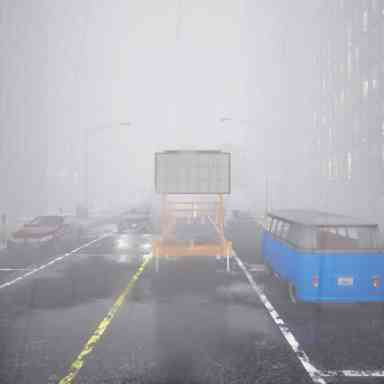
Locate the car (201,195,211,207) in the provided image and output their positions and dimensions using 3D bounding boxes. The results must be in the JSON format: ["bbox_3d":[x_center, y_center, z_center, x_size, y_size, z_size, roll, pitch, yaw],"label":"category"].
[{"bbox_3d":[2.788,1.544,47.545,2.008,1.369,4.403,0,0,0],"label":"car"}]

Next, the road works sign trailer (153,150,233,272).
[{"bbox_3d":[0.022,0.464,10.723,2.380,3.560,2.880,0,0,0],"label":"road works sign trailer"}]

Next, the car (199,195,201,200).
[{"bbox_3d":[2.823,1.410,64.622,1.967,1.590,4.097,0,0,0],"label":"car"}]

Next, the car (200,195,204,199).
[{"bbox_3d":[2.799,1.538,53.237,2.008,1.369,4.403,0,0,0],"label":"car"}]

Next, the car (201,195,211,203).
[{"bbox_3d":[2.834,1.401,70.314,1.967,1.590,4.097,0,0,0],"label":"car"}]

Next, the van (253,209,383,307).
[{"bbox_3d":[2.706,1.341,7.698,1.690,1.788,3.998,0,0,0],"label":"van"}]

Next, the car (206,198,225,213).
[{"bbox_3d":[2.764,1.581,36.160,1.802,1.307,4.206,0,0,0],"label":"car"}]

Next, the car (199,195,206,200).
[{"bbox_3d":[2.881,1.462,93.085,1.887,1.381,4.507,0,0,0],"label":"car"}]

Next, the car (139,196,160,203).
[{"bbox_3d":[-5.605,1.548,41.873,2.008,1.369,4.403,0,0,0],"label":"car"}]

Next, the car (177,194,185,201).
[{"bbox_3d":[-2.827,1.287,84.864,2.097,1.767,4.553,0,0,0],"label":"car"}]

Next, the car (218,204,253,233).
[{"bbox_3d":[2.729,1.581,19.082,1.802,1.307,4.206,0,0,0],"label":"car"}]

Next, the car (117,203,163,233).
[{"bbox_3d":[-3.060,1.563,19.587,1.994,1.385,4.181,0,0,0],"label":"car"}]

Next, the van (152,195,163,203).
[{"bbox_3d":[-5.581,1.328,53.258,1.690,1.788,3.998,0,0,0],"label":"van"}]

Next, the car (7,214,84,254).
[{"bbox_3d":[-5.663,1.582,13.410,1.802,1.307,4.206,0,0,0],"label":"car"}]
